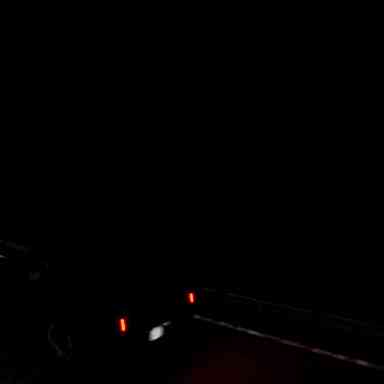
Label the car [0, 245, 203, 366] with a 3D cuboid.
[{"bbox_3d":[-2.210,1.616,5.870,4.718,1.301,1.895,0,0,39],"label":"car"}]
